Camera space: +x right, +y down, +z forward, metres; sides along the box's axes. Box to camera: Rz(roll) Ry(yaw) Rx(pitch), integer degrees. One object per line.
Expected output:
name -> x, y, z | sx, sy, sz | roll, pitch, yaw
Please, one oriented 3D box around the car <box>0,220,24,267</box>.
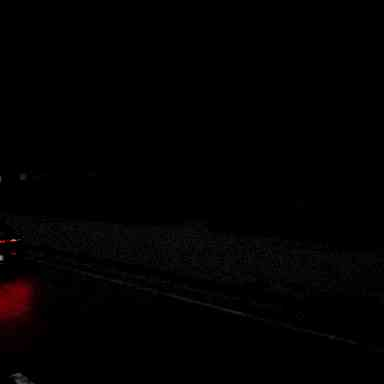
car -> -7.007, 1.517, 10.305 | 4.892, 1.490, 1.837 | 0, 0, 39
